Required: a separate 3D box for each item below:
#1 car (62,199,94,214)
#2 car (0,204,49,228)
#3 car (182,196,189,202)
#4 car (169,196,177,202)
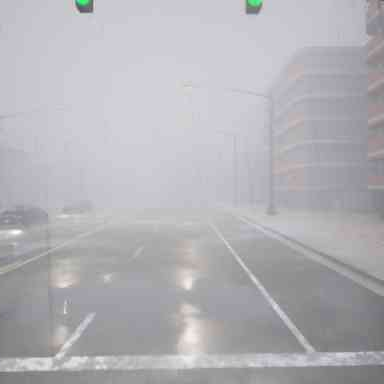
[{"bbox_3d":[-11.257,1.373,33.309,2.033,1.411,5.357,0,1,-2],"label":"car"},{"bbox_3d":[-11.024,1.514,21.739,1.994,1.385,4.181,0,1,-1],"label":"car"},{"bbox_3d":[-1.927,1.985,93.263,1.882,1.535,5.008,0,-1,-1],"label":"car"},{"bbox_3d":[-5.428,2.021,93.289,1.837,1.490,4.892,0,-1,-1],"label":"car"}]
